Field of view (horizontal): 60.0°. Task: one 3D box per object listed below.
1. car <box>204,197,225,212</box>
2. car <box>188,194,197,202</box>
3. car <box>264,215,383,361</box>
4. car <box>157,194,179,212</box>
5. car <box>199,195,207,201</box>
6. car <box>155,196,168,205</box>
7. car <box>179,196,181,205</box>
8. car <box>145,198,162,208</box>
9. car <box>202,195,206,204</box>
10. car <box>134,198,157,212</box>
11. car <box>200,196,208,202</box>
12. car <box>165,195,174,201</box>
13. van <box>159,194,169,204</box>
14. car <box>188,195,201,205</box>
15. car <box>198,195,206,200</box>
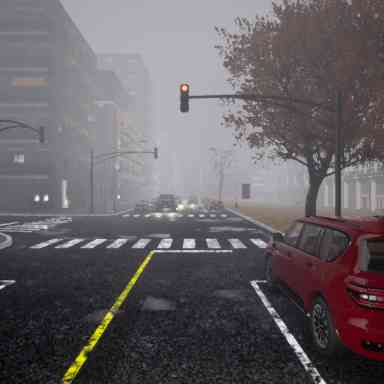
[{"bbox_3d":[2.760,1.557,38.300,1.887,1.381,4.507,0,0,0],"label":"car"},{"bbox_3d":[0.144,1.416,79.399,2.097,1.767,4.553,0,0,0],"label":"car"},{"bbox_3d":[2.702,1.315,5.912,2.192,1.841,5.009,0,0,0],"label":"car"},{"bbox_3d":[-3.020,1.235,40.061,2.150,2.045,5.566,0,0,0],"label":"car"},{"bbox_3d":[2.849,1.620,88.094,1.887,1.381,4.507,0,0,0],"label":"car"},{"bbox_3d":[-5.581,1.476,60.446,1.967,1.590,4.097,0,0,0],"label":"car"},{"bbox_3d":[-2.993,1.528,50.079,1.837,1.490,4.892,0,0,0],"label":"car"},{"bbox_3d":[-5.601,1.573,49.381,2.008,1.369,4.403,0,0,0],"label":"car"},{"bbox_3d":[2.780,1.548,49.535,1.752,1.417,4.829,0,0,0],"label":"car"},{"bbox_3d":[-5.620,1.563,38.315,2.008,1.369,4.403,0,0,0],"label":"car"},{"bbox_3d":[2.830,1.583,77.199,1.752,1.417,4.829,0,0,0],"label":"car"},{"bbox_3d":[-5.541,1.506,82.577,1.967,1.590,4.097,0,0,0],"label":"car"},{"bbox_3d":[-5.571,1.384,65.979,1.690,1.788,3.998,0,0,0],"label":"van"},{"bbox_3d":[0.210,1.638,61.972,1.895,1.301,4.718,0,0,0],"label":"car"},{"bbox_3d":[2.859,1.637,93.627,2.008,1.369,4.403,0,0,0],"label":"car"}]
